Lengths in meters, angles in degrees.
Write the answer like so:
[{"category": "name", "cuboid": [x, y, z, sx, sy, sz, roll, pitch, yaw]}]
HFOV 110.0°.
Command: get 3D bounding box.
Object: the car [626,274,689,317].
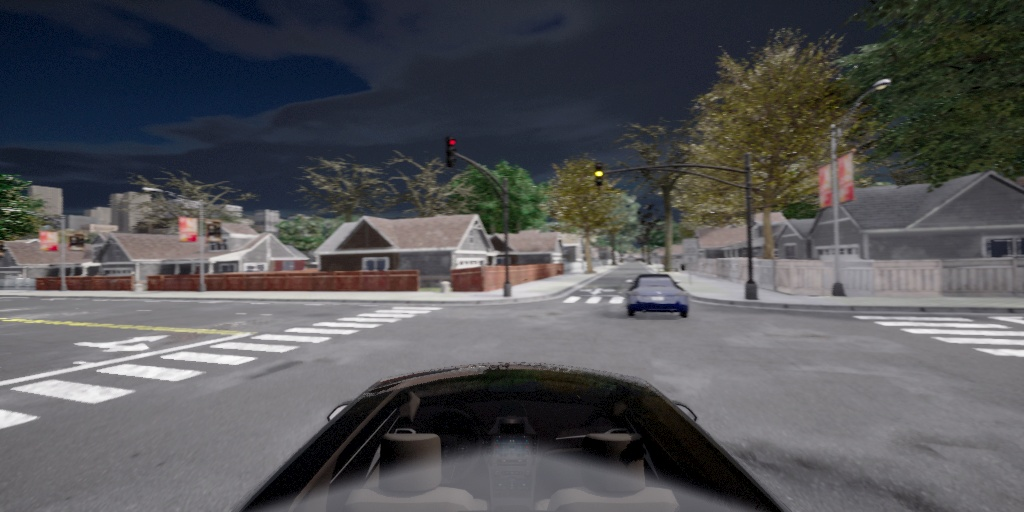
[{"category": "car", "cuboid": [5.310, 1.346, 13.418, 1.994, 1.385, 4.181, -2, -1, 19]}]
